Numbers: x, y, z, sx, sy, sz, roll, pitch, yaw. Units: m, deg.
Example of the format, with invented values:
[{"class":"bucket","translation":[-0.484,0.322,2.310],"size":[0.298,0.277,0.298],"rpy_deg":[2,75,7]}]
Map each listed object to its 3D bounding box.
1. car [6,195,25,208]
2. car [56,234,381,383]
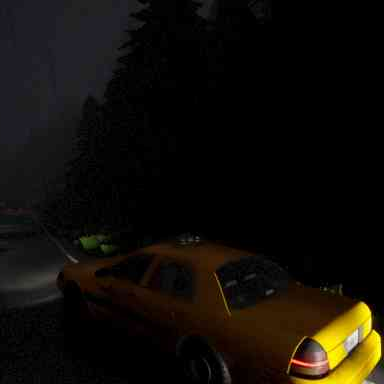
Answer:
[{"class":"car","translation":[-21.202,1.058,40.008],"size":[2.128,1.511,4.902],"rpy_deg":[-2,2,-27]},{"class":"car","translation":[-0.252,1.418,5.068],"size":[5.366,1.575,1.801],"rpy_deg":[1,1,44]}]
